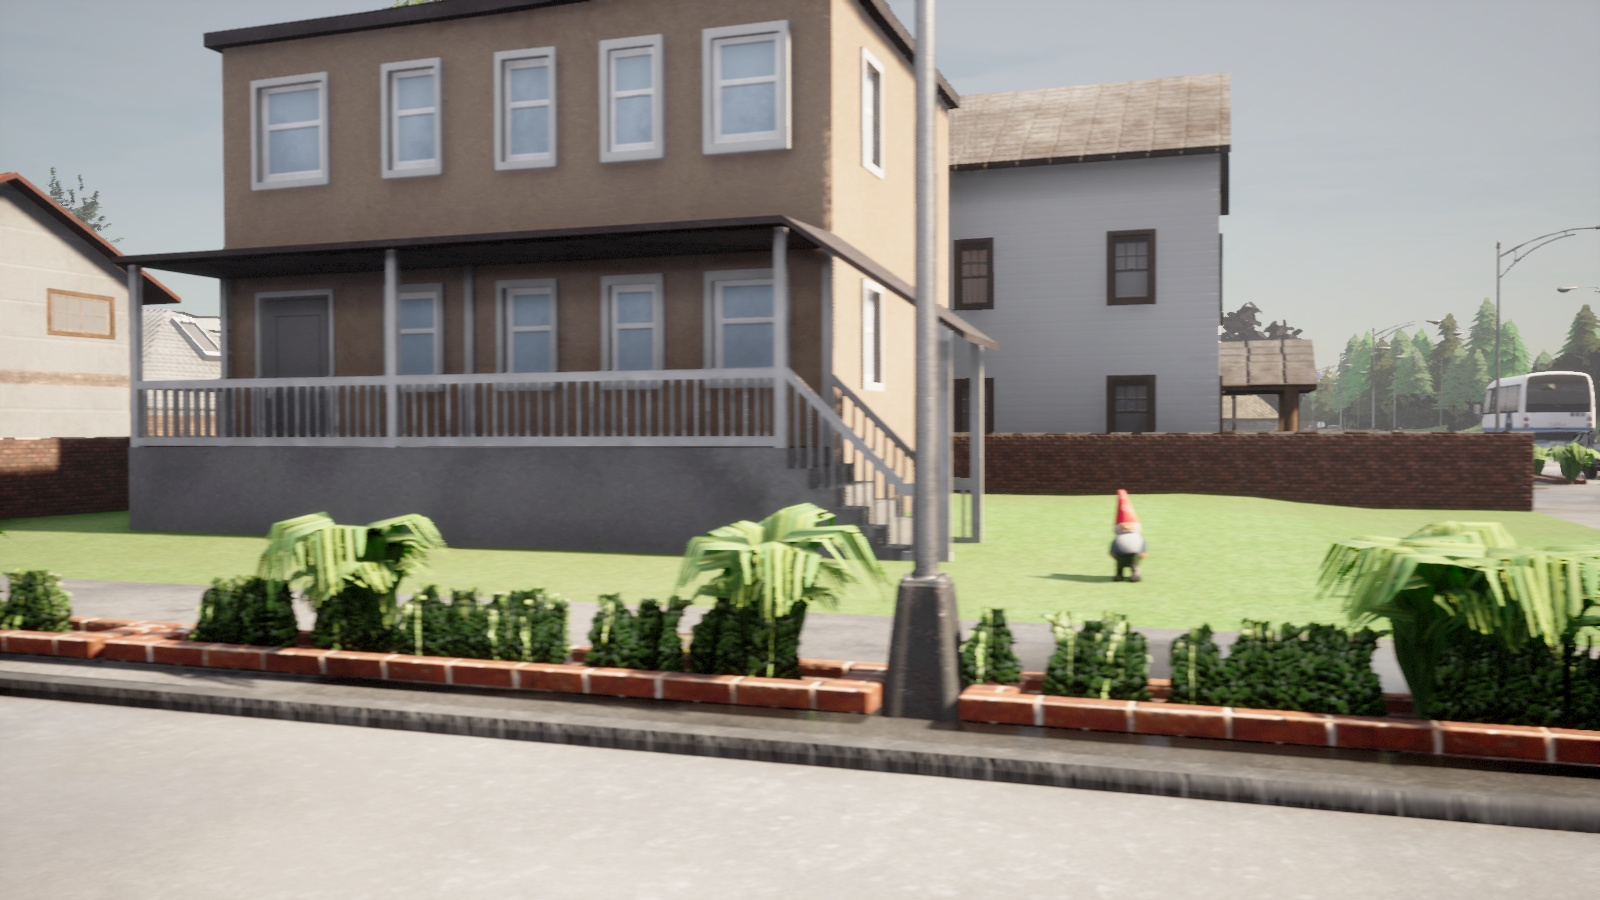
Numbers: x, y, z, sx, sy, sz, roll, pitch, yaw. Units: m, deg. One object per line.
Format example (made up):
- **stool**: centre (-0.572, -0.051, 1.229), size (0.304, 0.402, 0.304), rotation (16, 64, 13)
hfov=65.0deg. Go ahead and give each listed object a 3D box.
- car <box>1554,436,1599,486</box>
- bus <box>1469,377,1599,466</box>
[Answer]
- **car**: centre (24.849, 0.313, 38.791), size (1.816, 1.474, 4.193), rotation (1, 1, 19)
- **bus**: centre (38.265, -1.461, 65.886), size (3.944, 4.253, 10.273), rotation (1, 1, 19)
